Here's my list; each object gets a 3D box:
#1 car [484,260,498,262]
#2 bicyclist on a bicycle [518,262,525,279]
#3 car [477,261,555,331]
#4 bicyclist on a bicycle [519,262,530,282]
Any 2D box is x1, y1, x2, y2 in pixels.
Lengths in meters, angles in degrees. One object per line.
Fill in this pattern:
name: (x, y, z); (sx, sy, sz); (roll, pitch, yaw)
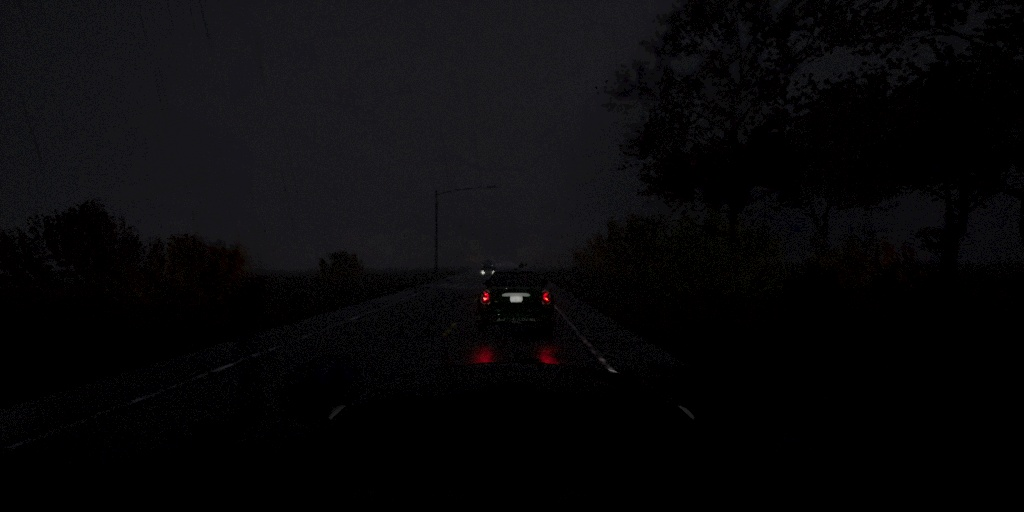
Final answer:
car: (-3.769, 1.470, 57.354); (2.097, 1.767, 4.553); (0, 0, 0)
bicyclist on a bicycle: (0.929, 1.422, 35.179); (0.582, 1.620, 1.656); (0, 0, 0)
car: (0.108, 1.165, 11.457); (2.097, 1.767, 4.553); (0, 0, 0)
bicyclist on a bicycle: (0.961, 1.340, 25.062); (0.866, 1.612, 1.509); (0, 0, 1)
